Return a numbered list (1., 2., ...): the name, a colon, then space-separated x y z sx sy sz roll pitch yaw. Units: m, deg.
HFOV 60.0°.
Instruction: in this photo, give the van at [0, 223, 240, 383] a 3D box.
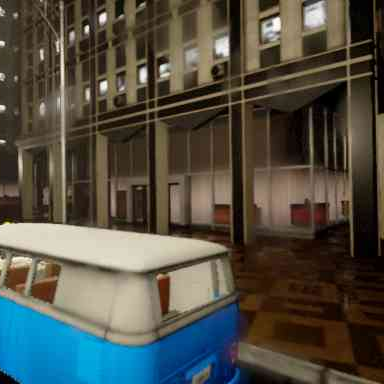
1. van: -1.402 1.339 3.952 3.998 1.788 1.690 0 -1 37
